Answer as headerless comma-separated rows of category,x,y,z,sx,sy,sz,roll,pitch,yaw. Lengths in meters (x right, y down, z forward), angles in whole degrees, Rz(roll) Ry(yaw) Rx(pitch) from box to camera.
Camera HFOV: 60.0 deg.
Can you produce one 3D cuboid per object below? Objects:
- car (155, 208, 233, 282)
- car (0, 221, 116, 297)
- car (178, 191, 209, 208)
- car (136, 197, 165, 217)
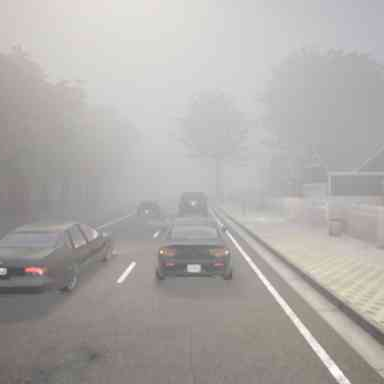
car,0.070,1.412,9.316,1.812,1.442,4.674,0,1,1
car,-3.438,1.443,8.501,2.033,1.411,5.357,0,1,1
car,0.115,0.908,26.084,2.150,2.045,5.566,0,1,1
car,-3.373,1.175,27.410,1.837,1.490,4.892,0,1,0
